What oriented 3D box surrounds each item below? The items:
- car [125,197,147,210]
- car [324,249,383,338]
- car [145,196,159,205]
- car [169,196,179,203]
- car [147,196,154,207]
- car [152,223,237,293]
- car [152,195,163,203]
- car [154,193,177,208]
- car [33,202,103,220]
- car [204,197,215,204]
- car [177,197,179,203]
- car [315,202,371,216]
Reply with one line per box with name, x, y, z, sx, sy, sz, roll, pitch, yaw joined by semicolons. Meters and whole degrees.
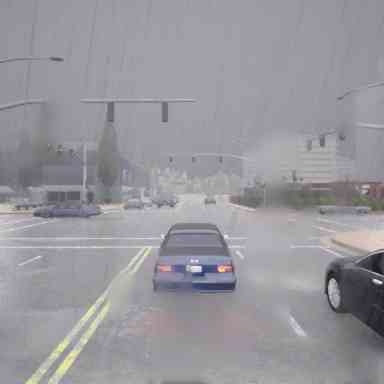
car;-7.221;1.526;42.056;1.812;1.442;4.674;0;0;0
car;3.548;1.505;4.746;1.837;1.490;4.892;0;0;0
car;-7.245;1.505;60.577;1.837;1.490;4.892;0;0;0
car;-3.708;1.505;68.259;1.837;1.490;4.892;0;0;0
car;-7.241;1.526;51.012;1.812;1.442;4.674;0;0;0
car;0.056;1.547;8.993;2.033;1.411;5.357;0;0;0
car;-7.205;1.500;70.629;1.837;1.490;4.892;0;0;0
car;-3.726;1.221;48.351;2.150;2.045;5.566;0;0;0
car;-10.325;1.547;27.921;5.357;1.411;2.033;0;0;-2
car;3.414;1.564;64.182;1.994;1.385;4.181;0;0;0
car;-3.748;1.526;58.108;1.812;1.442;4.674;0;0;0
car;14.355;1.601;31.910;4.718;1.301;1.895;0;0;1
